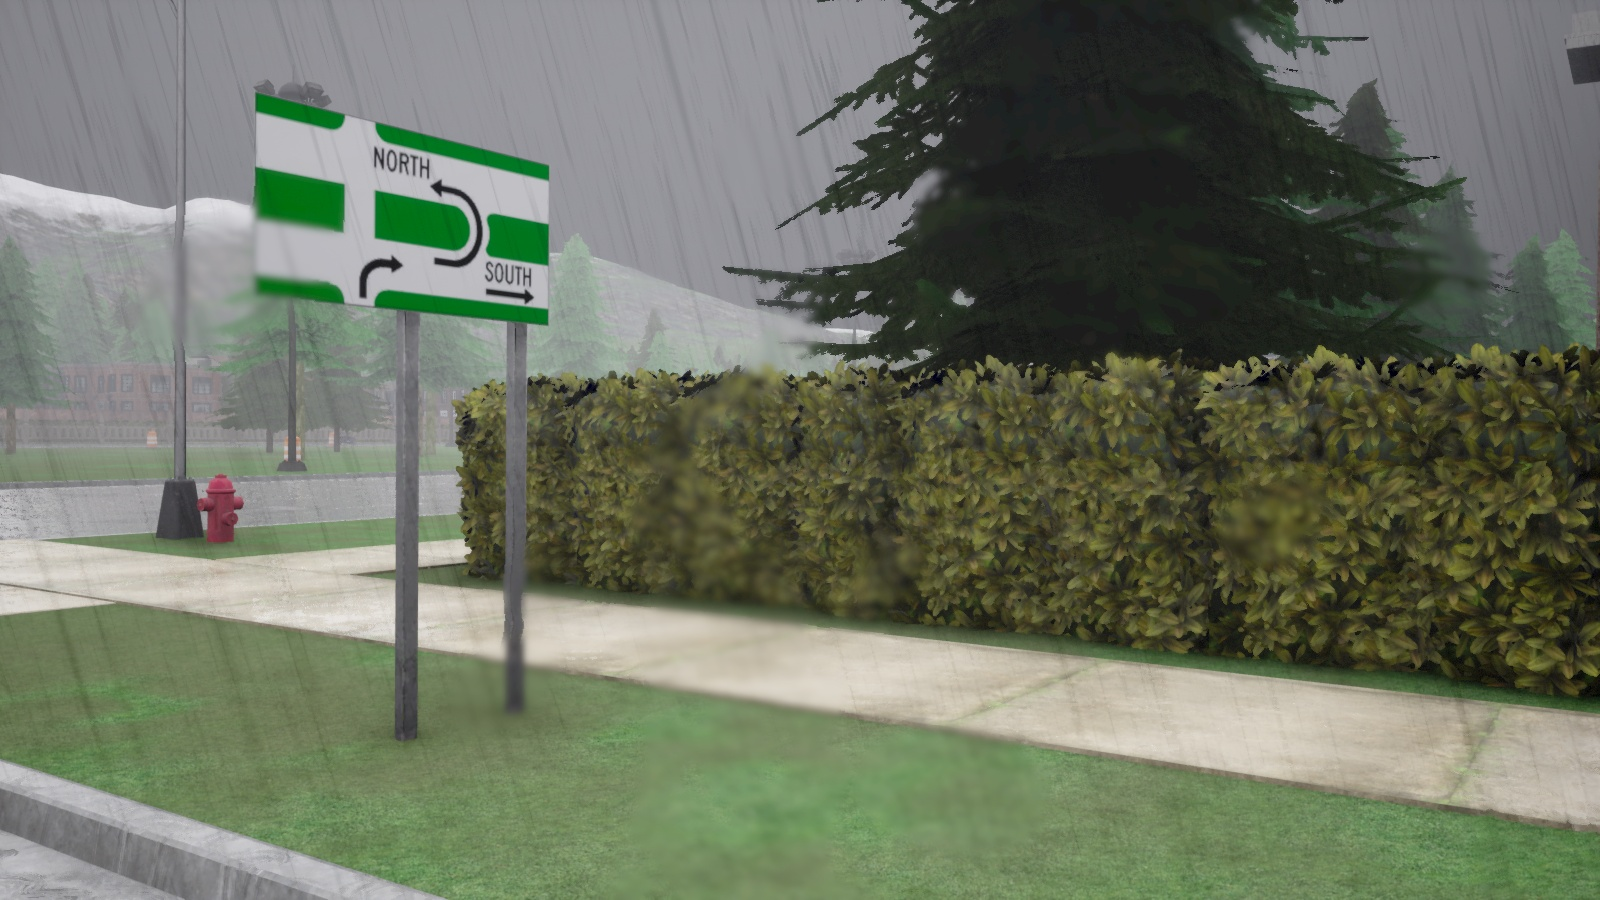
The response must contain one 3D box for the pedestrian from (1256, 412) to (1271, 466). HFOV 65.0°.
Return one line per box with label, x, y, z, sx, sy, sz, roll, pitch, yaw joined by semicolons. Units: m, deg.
pedestrian;15.825;-0.369;42.897;0.345;1.836;0.594;0;1;34
